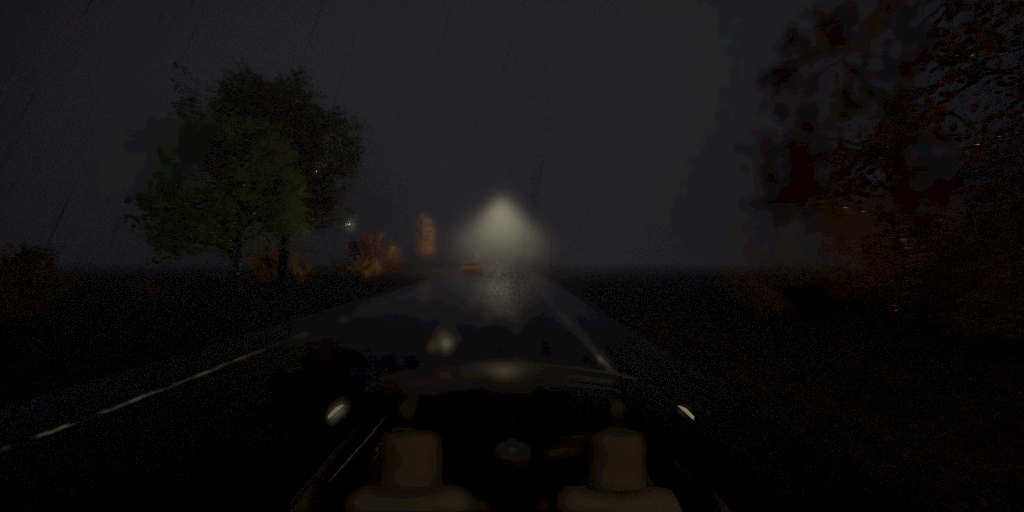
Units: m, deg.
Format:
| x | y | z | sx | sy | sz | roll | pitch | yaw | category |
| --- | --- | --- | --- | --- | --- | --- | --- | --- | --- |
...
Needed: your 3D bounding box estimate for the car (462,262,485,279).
| x | y | z | sx | sy | sz | roll | pitch | yaw | category |
| --- | --- | --- | --- | --- | --- | --- | --- | --- | --- |
| -3.628 | 1.314 | 34.333 | 1.882 | 1.535 | 5.008 | 0 | 0 | 0 | car |
